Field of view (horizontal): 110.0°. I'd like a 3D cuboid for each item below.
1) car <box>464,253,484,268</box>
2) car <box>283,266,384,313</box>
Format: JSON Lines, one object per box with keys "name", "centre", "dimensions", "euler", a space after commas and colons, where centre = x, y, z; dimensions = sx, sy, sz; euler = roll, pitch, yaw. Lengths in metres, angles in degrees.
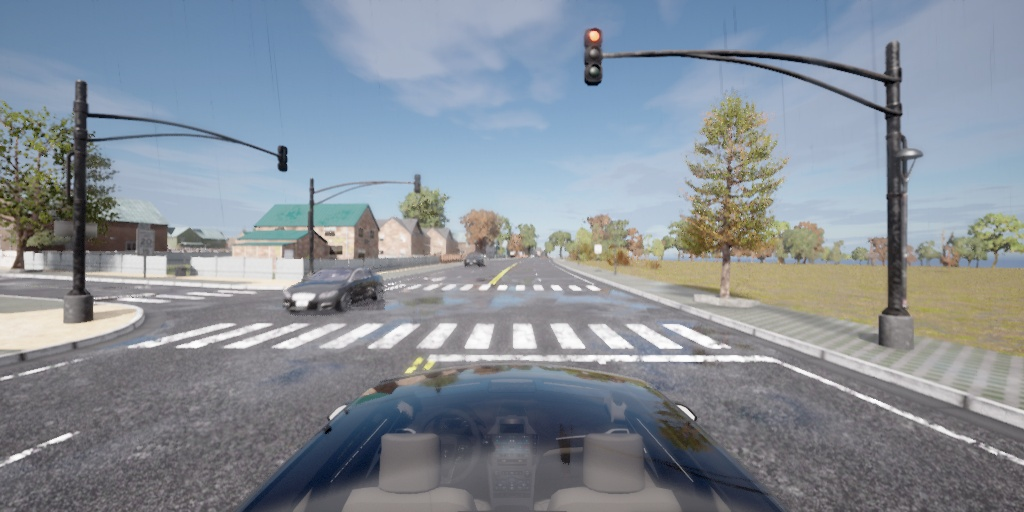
{"name": "car", "centre": [-5.115, 0.547, 49.290], "dimensions": [2.150, 2.045, 5.566], "euler": [0, 1, 3]}
{"name": "car", "centre": [-6.382, 1.154, 13.416], "dimensions": [2.128, 1.511, 4.902], "euler": [0, 1, 1]}
